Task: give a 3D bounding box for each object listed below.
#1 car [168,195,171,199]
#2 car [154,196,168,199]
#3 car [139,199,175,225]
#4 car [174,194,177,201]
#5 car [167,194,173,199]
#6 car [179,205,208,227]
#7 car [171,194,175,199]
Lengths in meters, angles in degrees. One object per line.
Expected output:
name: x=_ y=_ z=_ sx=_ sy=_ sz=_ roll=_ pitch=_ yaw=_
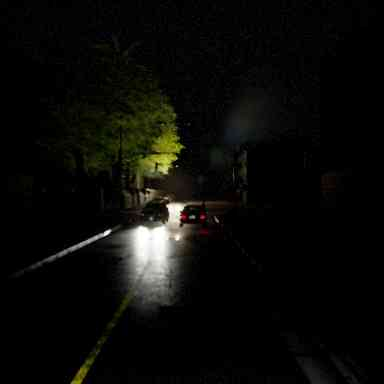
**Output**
car: x=-5.362 y=1.631 z=59.101 sx=2.008 sy=1.369 sz=4.403 roll=1 pitch=0 yaw=0
car: x=-5.353 y=1.615 z=51.966 sx=2.008 sy=1.369 sz=4.403 roll=1 pitch=0 yaw=0
car: x=-2.684 y=1.514 z=24.521 sx=2.128 sy=1.511 sz=4.902 roll=0 pitch=0 yaw=1
car: x=-5.467 y=1.468 z=80.903 sx=2.192 sy=1.841 sz=5.009 roll=1 pitch=0 yaw=0
car: x=-5.389 y=1.660 z=64.551 sx=1.947 sy=1.339 sz=4.313 roll=1 pitch=0 yaw=0
car: x=0.088 y=1.569 z=22.671 sx=2.033 sy=1.411 sz=5.357 roll=0 pitch=0 yaw=1
car: x=-5.445 y=1.713 z=75.451 sx=1.802 sy=1.307 sz=4.206 roll=1 pitch=0 yaw=0
